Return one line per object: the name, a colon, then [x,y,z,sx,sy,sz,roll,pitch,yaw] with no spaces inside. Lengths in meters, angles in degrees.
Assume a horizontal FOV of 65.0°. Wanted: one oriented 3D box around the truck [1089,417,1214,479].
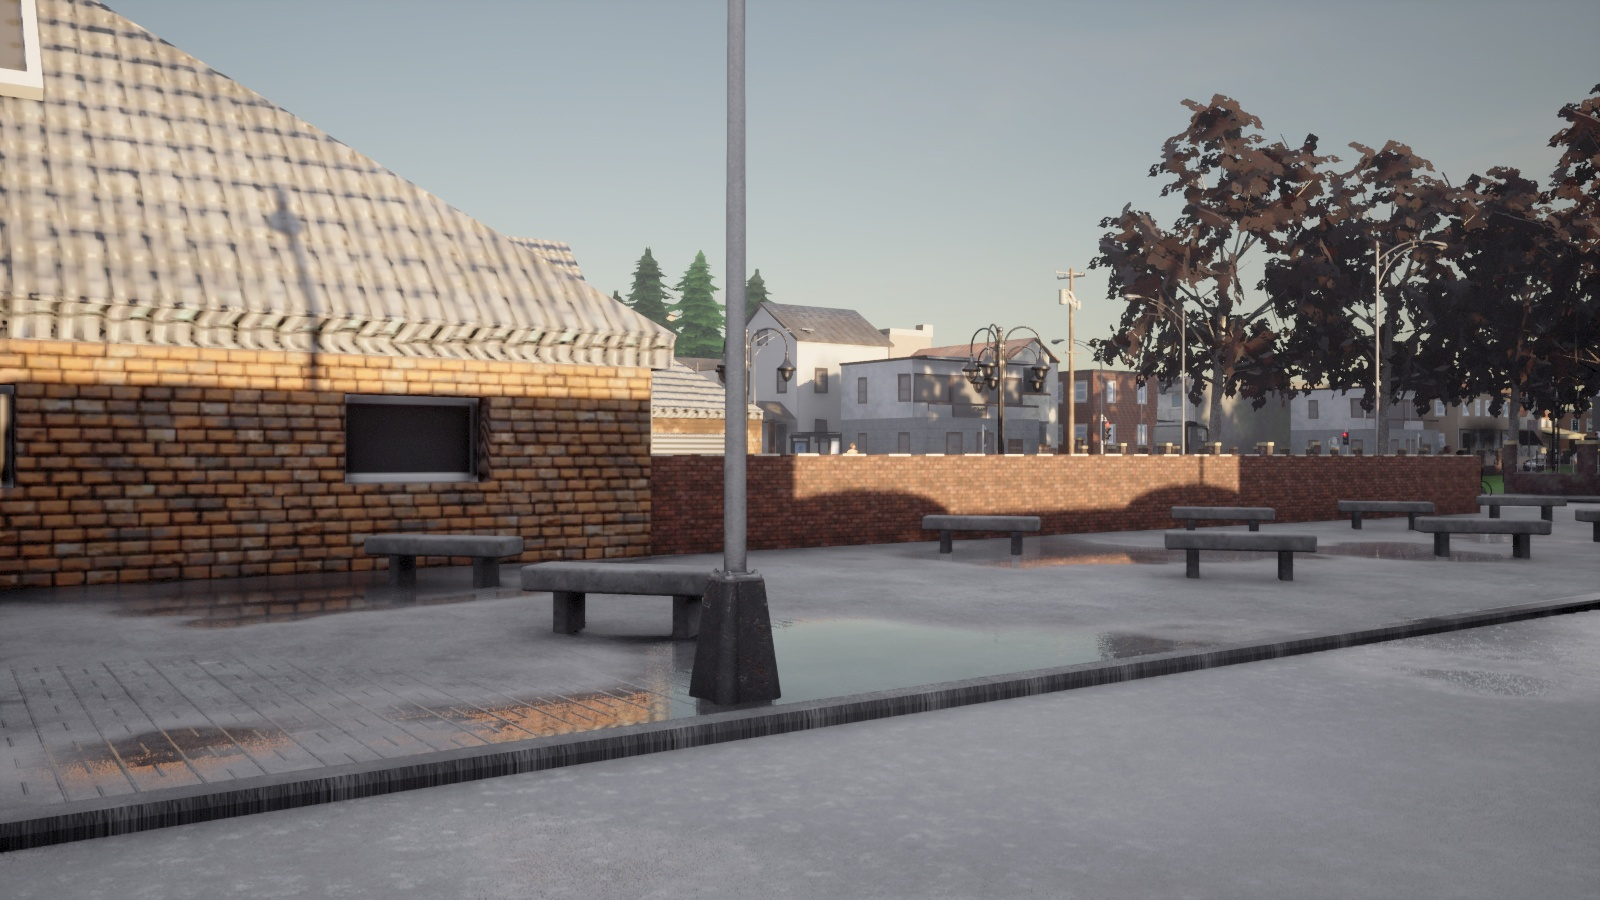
truck: [20.808,-0.100,74.047,7.936,3.462,2.891,0,0,-37]
